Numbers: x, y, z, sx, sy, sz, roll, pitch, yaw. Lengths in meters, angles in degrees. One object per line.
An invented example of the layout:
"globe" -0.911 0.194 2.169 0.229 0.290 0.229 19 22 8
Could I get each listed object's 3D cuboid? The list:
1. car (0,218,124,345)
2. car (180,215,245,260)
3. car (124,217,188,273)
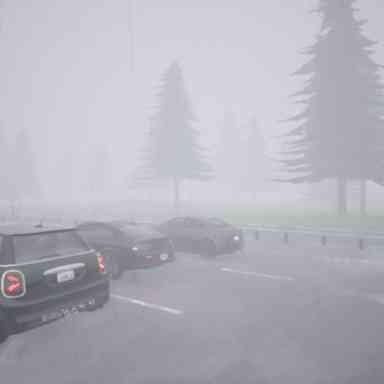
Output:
"car" -3.762 1.356 6.473 4.553 1.767 2.097 0 0 34
"car" -0.146 1.555 12.481 4.181 1.385 1.994 0 0 34
"car" -2.644 1.525 9.957 4.674 1.442 1.812 0 0 34
